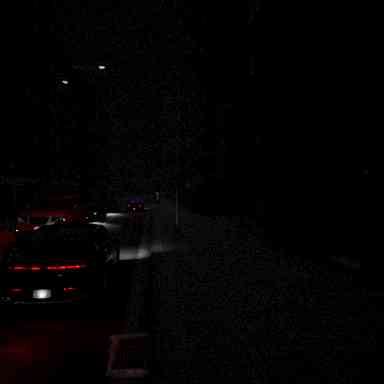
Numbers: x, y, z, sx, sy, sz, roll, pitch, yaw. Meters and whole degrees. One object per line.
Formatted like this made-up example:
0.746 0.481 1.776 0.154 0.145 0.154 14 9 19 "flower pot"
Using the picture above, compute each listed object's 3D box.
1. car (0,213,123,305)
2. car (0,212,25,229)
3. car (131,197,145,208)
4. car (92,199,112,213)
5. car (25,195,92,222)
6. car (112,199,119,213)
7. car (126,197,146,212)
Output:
-2.861 1.491 8.093 1.837 1.490 4.892 0 0 -7 "car"
-5.584 1.323 7.124 2.097 1.767 4.553 0 0 -8 "car"
-7.841 1.475 48.648 1.812 1.442 4.674 0 0 -7 "car"
-8.033 1.496 26.854 2.033 1.411 5.357 0 0 -7 "car"
-6.786 1.182 16.678 2.150 2.045 5.566 0 0 -7 "car"
-9.226 1.485 36.883 2.033 1.411 5.357 0 0 -7 "car"
-6.554 1.554 38.542 1.895 1.301 4.718 0 0 -6 "car"
